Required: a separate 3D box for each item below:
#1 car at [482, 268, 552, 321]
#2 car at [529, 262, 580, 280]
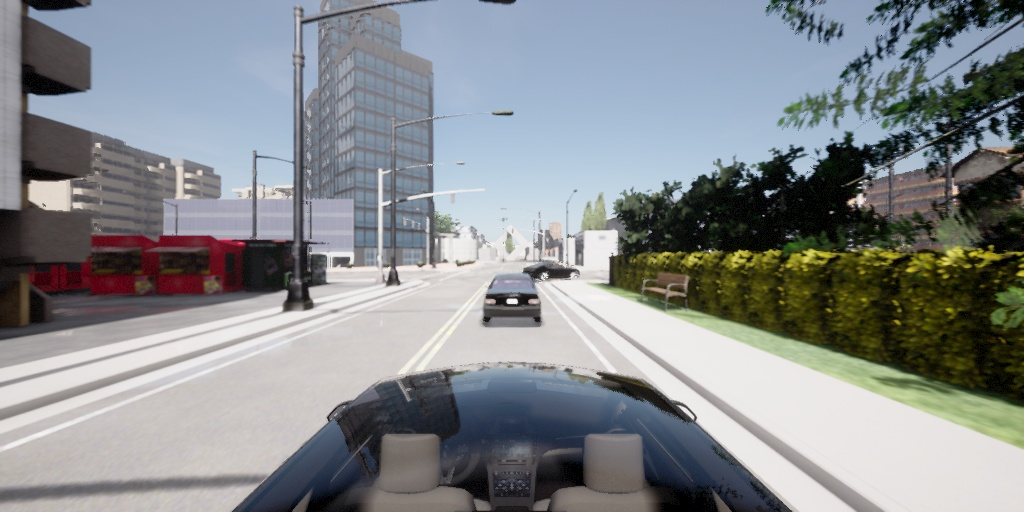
[{"bbox_3d":[0.018,1.303,12.436,2.033,1.411,5.357,0,0,0],"label":"car"},{"bbox_3d":[3.257,1.244,29.082,5.008,1.535,1.882,0,-2,-31],"label":"car"}]
